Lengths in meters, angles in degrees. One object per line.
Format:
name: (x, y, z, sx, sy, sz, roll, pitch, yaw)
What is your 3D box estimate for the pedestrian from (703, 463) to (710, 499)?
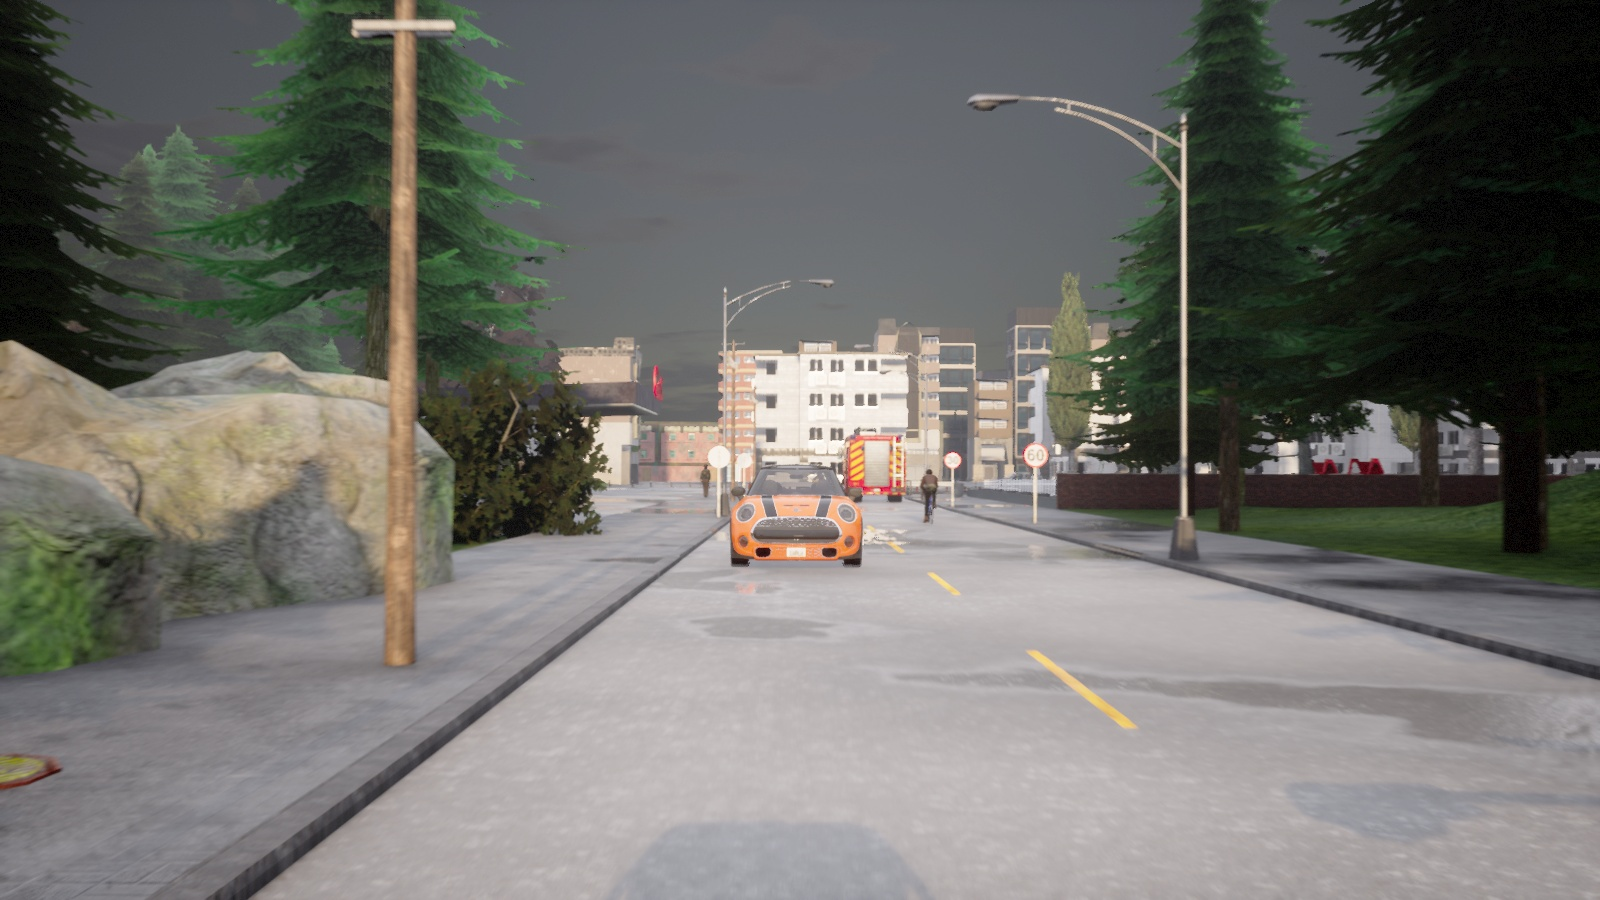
pedestrian: (-5.038, 1.654, 67.553, 0.395, 1.930, 0.692, 0, -1, -4)

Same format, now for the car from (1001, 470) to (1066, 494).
car: (15.108, 2.057, 81.390, 3.806, 1.475, 1.970, 0, -1, -3)

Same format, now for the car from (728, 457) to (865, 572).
car: (-0.053, 1.027, 21.551, 2.097, 1.767, 4.553, 0, -1, 0)

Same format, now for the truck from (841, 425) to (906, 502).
truck: (3.782, 0.731, 66.754, 2.891, 3.827, 8.468, 0, -1, 0)
